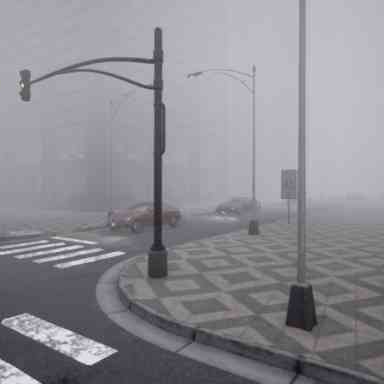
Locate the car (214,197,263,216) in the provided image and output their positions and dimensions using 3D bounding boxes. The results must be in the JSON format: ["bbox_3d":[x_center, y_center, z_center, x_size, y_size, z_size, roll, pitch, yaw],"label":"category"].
[{"bbox_3d":[3.893,1.101,26.846,2.033,1.411,5.357,0,1,36],"label":"car"}]

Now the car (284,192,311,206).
[{"bbox_3d":[12.308,0.799,38.533,1.882,1.535,5.008,0,2,36],"label":"car"}]

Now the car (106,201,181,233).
[{"bbox_3d":[-2.442,1.261,18.024,1.812,1.442,4.674,0,1,36],"label":"car"}]

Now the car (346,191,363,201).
[{"bbox_3d":[24.440,0.606,49.985,1.812,1.442,4.674,0,1,36],"label":"car"}]
